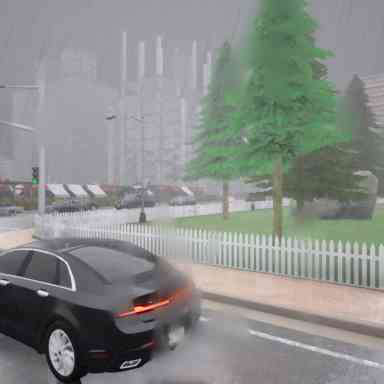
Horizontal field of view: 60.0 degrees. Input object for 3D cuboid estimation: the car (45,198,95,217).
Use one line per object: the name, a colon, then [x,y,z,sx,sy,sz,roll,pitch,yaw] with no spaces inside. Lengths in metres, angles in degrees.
car: [-12.302,1.491,32.104,2.128,1.511,4.902,0,0,34]

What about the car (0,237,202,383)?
car: [-2.143,1.505,5.454,4.892,1.490,1.837,0,0,36]

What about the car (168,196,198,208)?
car: [-1.130,1.352,48.717,2.097,1.767,4.553,0,0,34]

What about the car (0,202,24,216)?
car: [-17.996,1.601,30.017,1.895,1.301,4.718,0,0,36]

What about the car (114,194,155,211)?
car: [-6.832,1.221,40.253,2.150,2.045,5.566,0,0,34]

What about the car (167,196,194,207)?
car: [-1.864,1.505,53.879,1.837,1.490,4.892,0,0,34]

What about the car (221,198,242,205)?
car: [6.374,1.526,53.286,1.812,1.442,4.674,0,0,34]

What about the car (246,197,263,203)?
car: [11.858,1.221,61.475,2.150,2.045,5.566,0,0,34]

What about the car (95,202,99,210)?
car: [-12.862,1.478,37.551,1.882,1.535,5.008,0,0,34]

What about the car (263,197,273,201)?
car: [14.956,1.564,59.811,1.994,1.385,4.181,0,0,34]
